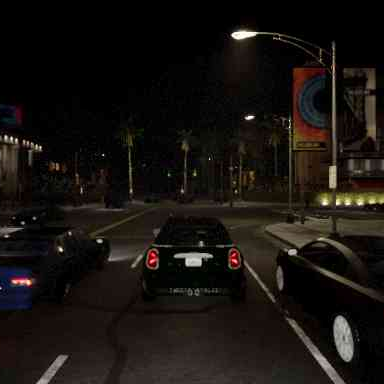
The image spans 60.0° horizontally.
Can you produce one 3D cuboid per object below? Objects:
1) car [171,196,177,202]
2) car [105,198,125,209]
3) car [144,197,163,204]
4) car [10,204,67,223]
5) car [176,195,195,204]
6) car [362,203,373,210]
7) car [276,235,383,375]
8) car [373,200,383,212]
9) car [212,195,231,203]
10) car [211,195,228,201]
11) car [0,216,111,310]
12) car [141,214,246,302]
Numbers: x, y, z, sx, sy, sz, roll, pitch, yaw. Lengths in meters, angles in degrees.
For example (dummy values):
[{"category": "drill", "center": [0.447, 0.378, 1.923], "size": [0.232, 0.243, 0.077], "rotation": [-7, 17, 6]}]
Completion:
[{"category": "car", "center": [-2.943, 1.575, 76.314], "size": [1.837, 1.490, 4.892], "rotation": [0, 0, 33]}, {"category": "car", "center": [-10.645, 1.550, 46.119], "size": [1.837, 1.490, 4.892], "rotation": [0, 0, 1]}, {"category": "car", "center": [-7.669, 1.613, 66.929], "size": [2.033, 1.411, 5.357], "rotation": [0, 0, 20]}, {"category": "car", "center": [-10.688, 1.571, 23.673], "size": [2.033, 1.411, 5.357], "rotation": [0, 0, 0]}, {"category": "car", "center": [-0.865, 1.626, 64.299], "size": [1.994, 1.385, 4.181], "rotation": [0, 0, 20]}, {"category": "car", "center": [23.267, 1.640, 40.073], "size": [4.718, 1.301, 1.895], "rotation": [0, 0, -1]}, {"category": "car", "center": [2.882, 1.485, 5.756], "size": [2.097, 1.535, 5.008], "rotation": [0, 0, -1]}, {"category": "car", "center": [23.026, 1.387, 36.567], "size": [4.553, 1.767, 2.097], "rotation": [0, 0, -1]}, {"category": "car", "center": [6.732, 1.593, 71.837], "size": [2.128, 1.511, 4.902], "rotation": [0, 0, 36]}, {"category": "car", "center": [7.273, 1.609, 87.452], "size": [4.674, 1.442, 1.812], "rotation": [0, 0, -40]}, {"category": "car", "center": [-3.467, 1.556, 8.071], "size": [2.033, 1.411, 5.357], "rotation": [0, 0, 0]}, {"category": "car", "center": [0.036, 1.360, 8.469], "size": [2.097, 1.767, 4.553], "rotation": [0, 0, 0]}]
